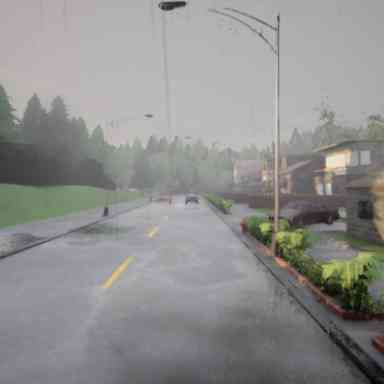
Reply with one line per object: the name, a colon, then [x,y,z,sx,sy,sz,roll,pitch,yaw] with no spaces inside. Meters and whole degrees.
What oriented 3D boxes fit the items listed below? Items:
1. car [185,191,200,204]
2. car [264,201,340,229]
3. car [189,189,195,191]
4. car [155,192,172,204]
car: [0.018,0.944,47.658,1.812,1.442,4.674,0,0,0]
car: [6.306,1.225,18.765,5.357,1.415,2.033,-1,1,-40]
car: [0.020,0.024,90.994,2.128,1.511,4.902,0,1,0]
car: [-4.033,0.763,47.950,2.097,1.767,4.553,0,1,0]
